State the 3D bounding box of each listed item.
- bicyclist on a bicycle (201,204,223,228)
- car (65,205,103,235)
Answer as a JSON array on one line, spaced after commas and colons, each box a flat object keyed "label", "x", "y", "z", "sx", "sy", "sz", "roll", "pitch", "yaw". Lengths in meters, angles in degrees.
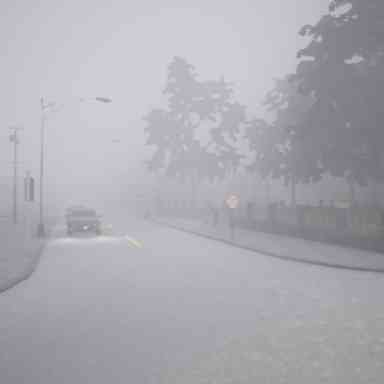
[{"label": "bicyclist on a bicycle", "x": 1.410, "y": 1.674, "z": 22.848, "sx": 1.656, "sy": 1.620, "sz": 0.582, "roll": 0, "pitch": -1, "yaw": -21}, {"label": "car", "x": -6.812, "y": 1.790, "z": 20.861, "sx": 1.837, "sy": 1.490, "sz": 4.892, "roll": 0, "pitch": -1, "yaw": -21}]
